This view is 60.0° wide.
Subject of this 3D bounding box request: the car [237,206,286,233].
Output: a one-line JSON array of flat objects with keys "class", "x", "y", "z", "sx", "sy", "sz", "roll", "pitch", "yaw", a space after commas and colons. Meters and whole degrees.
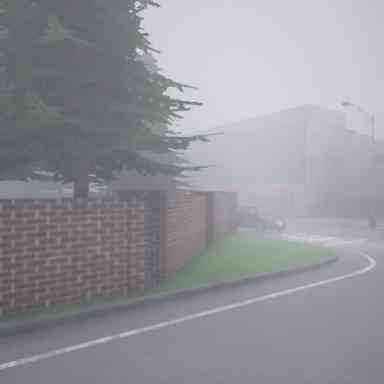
[{"class": "car", "x": 3.899, "y": 1.727, "z": 21.793, "sx": 2.128, "sy": 1.511, "sz": 4.902, "roll": 0, "pitch": 0, "yaw": -35}]
